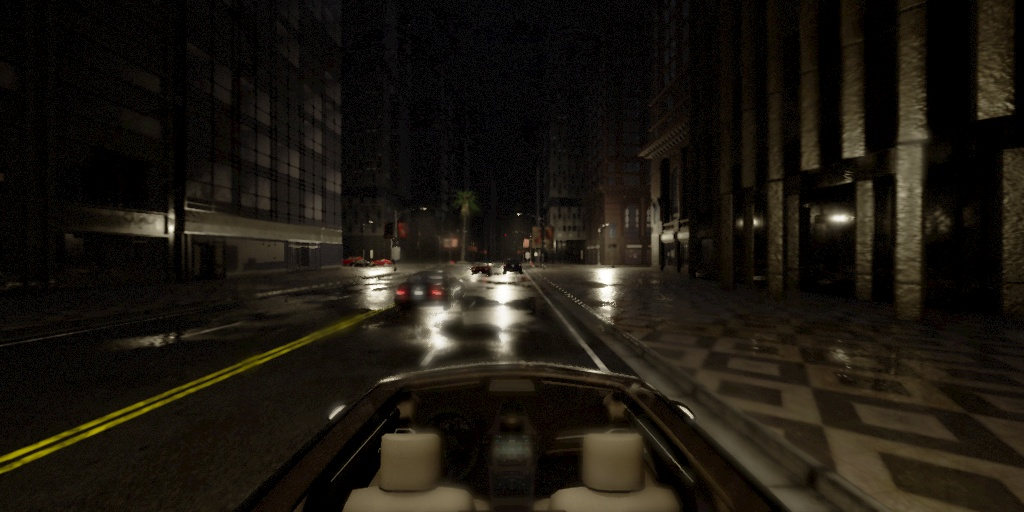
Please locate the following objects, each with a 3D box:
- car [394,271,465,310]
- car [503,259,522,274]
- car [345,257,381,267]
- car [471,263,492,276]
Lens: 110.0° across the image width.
[{"bbox_3d":[-3.152,1.297,14.601,2.033,1.411,5.357,0,0,0],"label":"car"},{"bbox_3d":[0.096,1.111,40.989,2.097,1.767,4.553,0,0,0],"label":"car"},{"bbox_3d":[-24.944,1.302,60.206,4.313,1.339,1.948,0,0,-1],"label":"car"},{"bbox_3d":[-3.154,1.357,37.975,1.895,1.301,4.718,0,0,0],"label":"car"}]
